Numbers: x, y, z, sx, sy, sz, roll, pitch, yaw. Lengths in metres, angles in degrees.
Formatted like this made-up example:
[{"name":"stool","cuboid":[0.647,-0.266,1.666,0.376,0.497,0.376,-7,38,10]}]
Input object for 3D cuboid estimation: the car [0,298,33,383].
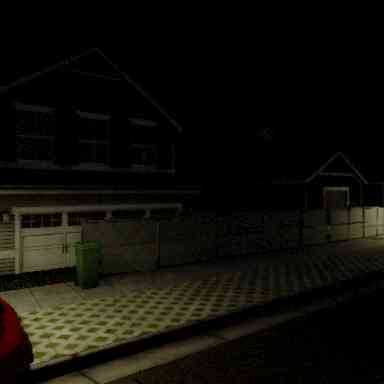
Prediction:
[{"name":"car","cuboid":[-3.335,1.215,0.695,5.566,2.045,2.150,0,0,-35]}]
